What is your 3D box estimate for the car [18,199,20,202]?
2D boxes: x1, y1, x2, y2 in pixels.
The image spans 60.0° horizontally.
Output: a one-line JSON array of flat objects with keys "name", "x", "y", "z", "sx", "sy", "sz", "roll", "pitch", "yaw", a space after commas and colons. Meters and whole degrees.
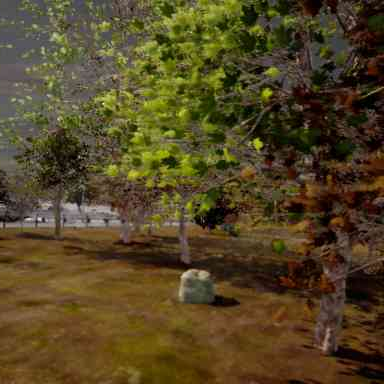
[{"name": "car", "x": -36.349, "y": 2.845, "z": 75.073, "sx": 2.002, "sy": 1.452, "sz": 4.674, "roll": 1, "pitch": 2, "yaw": 18}]

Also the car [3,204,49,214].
[{"name": "car", "x": -24.804, "y": 3.299, "z": 49.359, "sx": 5.566, "sy": 2.045, "sz": 2.435, "roll": 1, "pitch": 1, "yaw": 17}]

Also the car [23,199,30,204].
[{"name": "car", "x": -33.931, "y": 2.889, "z": 73.388, "sx": 1.946, "sy": 1.575, "sz": 5.366, "roll": 1, "pitch": 2, "yaw": 18}]

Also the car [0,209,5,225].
[{"name": "car", "x": -28.305, "y": 3.298, "z": 44.630, "sx": 5.566, "sy": 2.045, "sz": 2.435, "roll": 1, "pitch": 0, "yaw": 17}]

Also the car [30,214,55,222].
[{"name": "car", "x": -14.872, "y": 3.815, "z": 34.307, "sx": 5.566, "sy": 2.045, "sz": 2.435, "roll": 2, "pitch": 1, "yaw": 17}]

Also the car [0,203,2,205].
[{"name": "car", "x": -43.412, "y": 2.409, "z": 80.645, "sx": 2.185, "sy": 1.767, "sz": 4.553, "roll": 1, "pitch": 2, "yaw": 18}]

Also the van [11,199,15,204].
[{"name": "van", "x": -38.724, "y": 2.492, "z": 76.822, "sx": 1.878, "sy": 1.987, "sz": 4.442, "roll": 2, "pitch": 2, "yaw": 18}]

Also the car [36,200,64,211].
[{"name": "car", "x": -29.271, "y": 2.827, "z": 69.451, "sx": 2.435, "sy": 2.045, "sz": 5.566, "roll": 2, "pitch": 2, "yaw": 18}]

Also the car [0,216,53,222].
[{"name": "car", "x": -16.745, "y": 3.812, "z": 31.886, "sx": 5.566, "sy": 2.045, "sz": 2.435, "roll": 2, "pitch": 2, "yaw": 17}]
